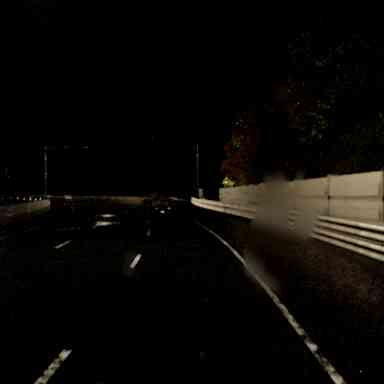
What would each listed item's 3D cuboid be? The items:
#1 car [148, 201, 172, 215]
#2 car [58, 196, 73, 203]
[{"bbox_3d":[-3.354,1.599,33.867,1.895,1.301,4.718,0,0,-14],"label":"car"},{"bbox_3d":[-25.240,1.504,66.430,2.128,1.511,4.902,0,0,-36],"label":"car"}]
